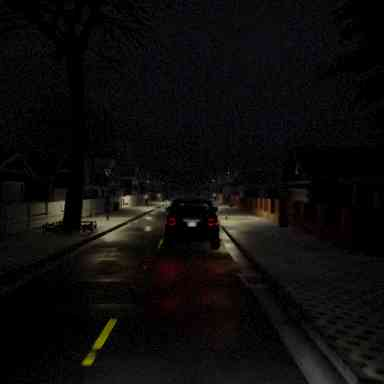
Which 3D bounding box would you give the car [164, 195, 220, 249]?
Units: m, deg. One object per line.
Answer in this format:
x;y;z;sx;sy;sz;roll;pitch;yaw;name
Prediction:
0.000;1.254;14.680;2.150;2.045;5.566;0;0;0;car

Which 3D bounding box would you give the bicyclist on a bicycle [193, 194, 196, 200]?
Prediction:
0.745;1.321;89.543;0.866;1.612;1.509;0;0;0;bicyclist on a bicycle

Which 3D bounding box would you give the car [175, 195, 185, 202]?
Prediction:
-2.750;1.399;76.709;2.128;1.511;4.902;0;0;0;car

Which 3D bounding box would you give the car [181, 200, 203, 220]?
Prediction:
0.000;1.505;29.650;1.837;1.490;4.892;0;0;0;car

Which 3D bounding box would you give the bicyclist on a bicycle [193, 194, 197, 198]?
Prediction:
0.747;1.345;80.542;0.866;1.612;1.509;0;0;0;bicyclist on a bicycle
